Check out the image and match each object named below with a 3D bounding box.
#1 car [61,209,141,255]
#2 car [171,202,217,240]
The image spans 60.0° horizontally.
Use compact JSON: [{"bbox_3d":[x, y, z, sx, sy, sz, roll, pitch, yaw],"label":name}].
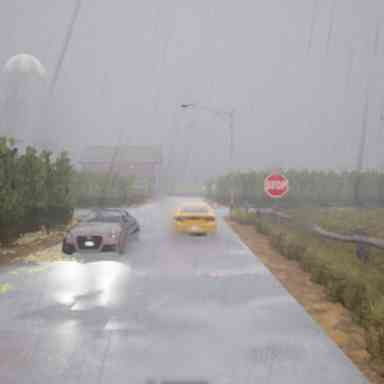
[{"bbox_3d":[-3.114,1.347,12.124,1.994,1.385,4.181,0,1,1],"label":"car"},{"bbox_3d":[0.097,1.192,15.365,1.882,1.535,5.008,0,1,0],"label":"car"}]
